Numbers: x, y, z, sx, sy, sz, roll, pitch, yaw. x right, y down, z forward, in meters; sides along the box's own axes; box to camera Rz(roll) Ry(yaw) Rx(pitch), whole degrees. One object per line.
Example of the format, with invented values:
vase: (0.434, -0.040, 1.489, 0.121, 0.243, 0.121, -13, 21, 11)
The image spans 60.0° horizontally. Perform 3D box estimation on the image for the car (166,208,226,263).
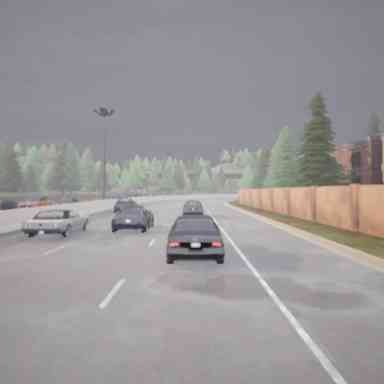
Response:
car: (0.100, 1.517, 11.758, 2.033, 1.411, 5.357, 0, 0, 0)

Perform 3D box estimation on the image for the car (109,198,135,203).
car: (-6.901, 1.401, 35.069, 2.128, 1.511, 4.902, 0, 0, 0)

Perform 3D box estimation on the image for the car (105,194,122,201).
car: (-18.020, 1.228, 76.611, 1.882, 1.535, 5.008, 0, 0, 13)

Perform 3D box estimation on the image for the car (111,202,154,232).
car: (-3.400, 1.513, 19.688, 1.994, 1.385, 4.181, 0, 0, 0)

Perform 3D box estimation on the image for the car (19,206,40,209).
car: (-17.590, 1.255, 37.358, 2.097, 1.767, 4.553, 0, 0, 0)

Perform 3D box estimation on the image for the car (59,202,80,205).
car: (-14.091, 1.410, 37.576, 1.837, 1.490, 4.892, 0, 0, 0)

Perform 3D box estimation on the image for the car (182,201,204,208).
car: (0.099, 1.471, 29.644, 2.033, 1.411, 5.357, 0, 0, 0)

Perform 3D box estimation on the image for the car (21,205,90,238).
car: (-6.900, 1.556, 17.454, 1.895, 1.301, 4.718, 0, 0, 0)
